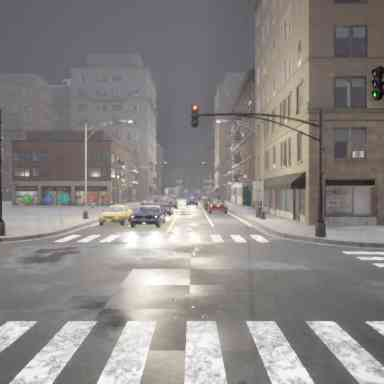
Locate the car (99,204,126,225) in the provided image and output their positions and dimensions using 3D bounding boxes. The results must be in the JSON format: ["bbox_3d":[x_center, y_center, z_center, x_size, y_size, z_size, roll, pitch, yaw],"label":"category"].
[{"bbox_3d":[-5.385,1.526,23.866,1.752,1.417,4.829,0,0,0],"label":"car"}]

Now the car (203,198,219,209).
[{"bbox_3d":[2.643,1.568,46.682,1.947,1.339,4.313,0,0,0],"label":"car"}]

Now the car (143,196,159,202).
[{"bbox_3d":[-5.383,1.553,41.021,2.008,1.369,4.403,0,0,0],"label":"car"}]

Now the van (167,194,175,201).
[{"bbox_3d":[-5.378,1.349,86.317,1.690,1.788,3.998,0,0,0],"label":"van"}]

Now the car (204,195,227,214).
[{"bbox_3d":[2.642,1.441,35.358,1.967,1.590,4.097,0,0,0],"label":"car"}]

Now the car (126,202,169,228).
[{"bbox_3d":[-2.880,1.601,22.557,1.895,1.301,4.718,0,0,1],"label":"car"}]

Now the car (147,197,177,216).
[{"bbox_3d":[-2.850,1.549,32.885,2.033,1.411,5.357,0,0,0],"label":"car"}]

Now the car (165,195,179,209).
[{"bbox_3d":[-2.834,1.528,43.696,1.812,1.442,4.674,0,0,0],"label":"car"}]

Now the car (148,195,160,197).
[{"bbox_3d":[-5.382,1.318,46.684,2.192,1.841,5.009,0,0,0],"label":"car"}]

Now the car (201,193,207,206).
[{"bbox_3d":[2.642,1.317,41.020,2.192,1.841,5.009,0,0,0],"label":"car"}]

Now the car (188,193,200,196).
[{"bbox_3d":[0.007,1.226,64.152,2.150,2.045,5.566,0,0,0],"label":"car"}]

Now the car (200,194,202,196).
[{"bbox_3d":[2.645,1.555,69.330,2.008,1.369,4.403,0,0,0],"label":"car"}]

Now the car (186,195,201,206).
[{"bbox_3d":[0.006,1.604,53.850,1.895,1.301,4.718,0,0,0],"label":"car"}]

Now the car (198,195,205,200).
[{"bbox_3d":[2.648,1.575,91.977,1.947,1.339,4.313,0,0,0],"label":"car"}]
